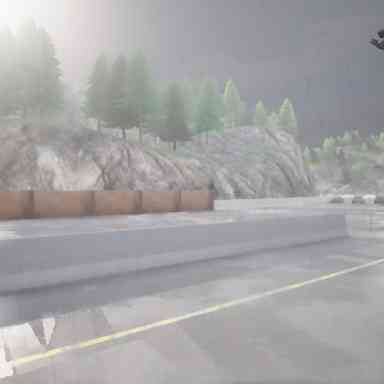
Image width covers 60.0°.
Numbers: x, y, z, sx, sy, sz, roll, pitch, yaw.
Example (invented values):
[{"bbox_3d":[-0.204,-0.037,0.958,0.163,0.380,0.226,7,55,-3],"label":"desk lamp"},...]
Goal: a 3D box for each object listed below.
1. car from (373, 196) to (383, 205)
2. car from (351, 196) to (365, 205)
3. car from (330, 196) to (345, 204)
[{"bbox_3d":[33.483,1.505,59.113,1.837,1.490,4.892,0,1,34],"label":"car"},{"bbox_3d":[30.532,1.504,60.995,1.837,1.490,4.892,0,1,34],"label":"car"},{"bbox_3d":[27.513,1.536,62.764,2.033,1.411,5.357,0,0,34],"label":"car"}]
